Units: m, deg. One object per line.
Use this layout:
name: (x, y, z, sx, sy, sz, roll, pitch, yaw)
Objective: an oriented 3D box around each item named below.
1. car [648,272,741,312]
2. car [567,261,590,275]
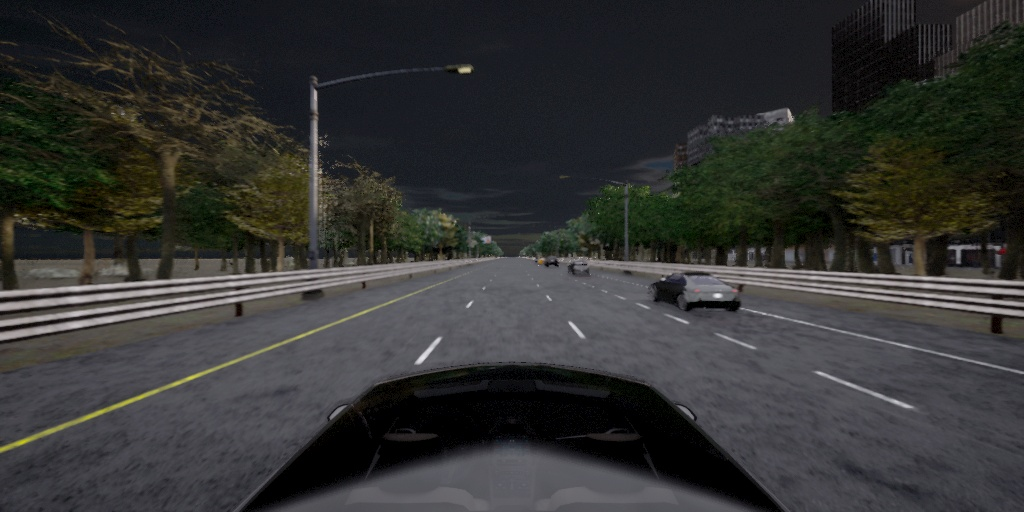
car: (7.001, 1.323, 14.208, 1.994, 1.385, 4.181, 0, 0, 0)
car: (7.052, 1.255, 38.548, 2.128, 1.511, 4.902, 0, 0, 0)
